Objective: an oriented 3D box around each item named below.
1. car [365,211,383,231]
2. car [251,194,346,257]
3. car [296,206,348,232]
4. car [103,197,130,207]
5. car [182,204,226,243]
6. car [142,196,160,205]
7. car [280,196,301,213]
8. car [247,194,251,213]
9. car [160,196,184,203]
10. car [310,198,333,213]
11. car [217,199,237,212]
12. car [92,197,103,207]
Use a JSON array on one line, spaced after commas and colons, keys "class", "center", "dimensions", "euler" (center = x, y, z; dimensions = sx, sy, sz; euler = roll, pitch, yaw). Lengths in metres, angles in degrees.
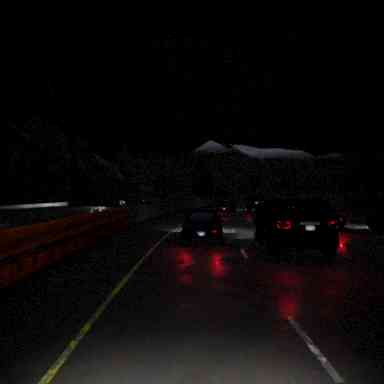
[{"class": "car", "center": [11.200, 1.556, 17.694], "dimensions": [2.033, 1.411, 5.357], "euler": [0, 0, 5]}, {"class": "car", "center": [3.868, 1.228, 13.149], "dimensions": [2.150, 2.045, 5.566], "euler": [0, 0, 3]}, {"class": "car", "center": [8.063, 1.611, 21.122], "dimensions": [1.895, 1.301, 4.718], "euler": [0, 0, 6]}, {"class": "car", "center": [-11.066, 1.528, 50.455], "dimensions": [1.837, 1.490, 4.892], "euler": [0, 0, 16]}, {"class": "car", "center": [0.556, 1.534, 16.001], "dimensions": [1.812, 1.442, 4.674], "euler": [0, 0, 4]}, {"class": "car", "center": [-6.279, 1.379, 54.063], "dimensions": [2.097, 1.767, 4.553], "euler": [0, 0, 18]}, {"class": "car", "center": [11.111, 1.370, 37.892], "dimensions": [2.097, 1.767, 4.553], "euler": [0, 0, 14]}, {"class": "car", "center": [7.329, 1.239, 37.306], "dimensions": [2.150, 2.045, 5.566], "euler": [0, 0, 13]}, {"class": "car", "center": [-2.839, 1.519, 53.328], "dimensions": [2.128, 1.511, 4.902], "euler": [0, 0, 18]}, {"class": "car", "center": [14.772, 1.496, 38.161], "dimensions": [1.882, 1.535, 5.008], "euler": [0, 0, 14]}, {"class": "car", "center": [3.995, 1.523, 38.259], "dimensions": [1.837, 1.490, 4.892], "euler": [0, 0, 13]}, {"class": "car", "center": [-14.000, 1.531, 52.851], "dimensions": [1.837, 1.490, 4.892], "euler": [0, 0, 17]}]
